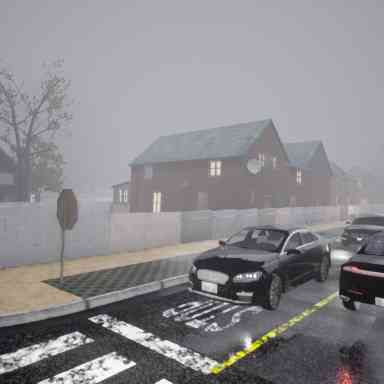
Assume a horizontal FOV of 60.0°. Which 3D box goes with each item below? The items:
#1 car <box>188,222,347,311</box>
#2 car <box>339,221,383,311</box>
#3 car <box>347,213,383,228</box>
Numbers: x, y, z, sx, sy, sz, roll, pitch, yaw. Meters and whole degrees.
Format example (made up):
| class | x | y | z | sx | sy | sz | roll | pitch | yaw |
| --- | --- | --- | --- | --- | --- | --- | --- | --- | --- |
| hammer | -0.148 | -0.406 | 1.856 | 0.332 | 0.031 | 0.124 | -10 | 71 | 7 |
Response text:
| class | x | y | z | sx | sy | sz | roll | pitch | yaw |
| --- | --- | --- | --- | --- | --- | --- | --- | --- | --- |
| car | 1.912 | 1.602 | 8.231 | 2.128 | 1.511 | 4.902 | 0 | -1 | 40 |
| car | 4.738 | 1.626 | 7.190 | 2.128 | 1.511 | 4.902 | 0 | -1 | 42 |
| car | 8.750 | 1.819 | 16.009 | 1.837 | 1.490 | 4.892 | 0 | -1 | 41 |
